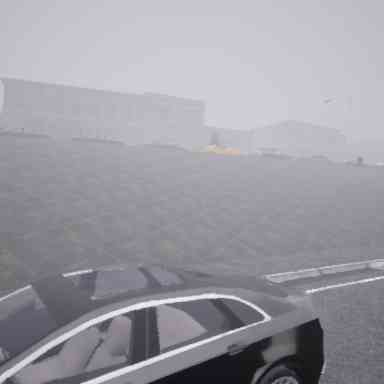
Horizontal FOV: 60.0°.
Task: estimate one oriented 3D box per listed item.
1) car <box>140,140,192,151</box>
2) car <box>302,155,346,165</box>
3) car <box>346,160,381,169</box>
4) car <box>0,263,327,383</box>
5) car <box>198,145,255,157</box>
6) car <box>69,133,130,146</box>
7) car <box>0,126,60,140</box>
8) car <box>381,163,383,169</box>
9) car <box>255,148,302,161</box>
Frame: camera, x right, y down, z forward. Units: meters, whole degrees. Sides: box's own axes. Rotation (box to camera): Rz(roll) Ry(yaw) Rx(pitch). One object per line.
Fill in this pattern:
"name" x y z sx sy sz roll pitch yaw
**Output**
"car" -2.291 -3.779 29.281 4.674 1.452 2.002 2 -1 -18
"car" 13.396 -3.087 35.248 4.792 1.488 2.163 3 -1 -22
"car" 18.463 -2.843 37.421 4.674 1.452 2.002 3 -2 -23
"car" -0.908 1.487 2.793 4.902 1.511 2.128 0 0 -34
"car" 2.934 -3.589 31.136 5.008 1.535 2.097 3 -1 -20
"car" -7.553 -4.043 27.540 4.892 1.521 2.231 2 -1 -17
"car" -12.821 -4.247 25.905 4.892 1.521 2.231 2 -1 -17
"car" 23.396 -2.650 39.664 4.892 1.521 2.231 3 -2 -24
"car" 8.099 -3.483 33.097 4.553 1.767 2.185 3 -1 -21
